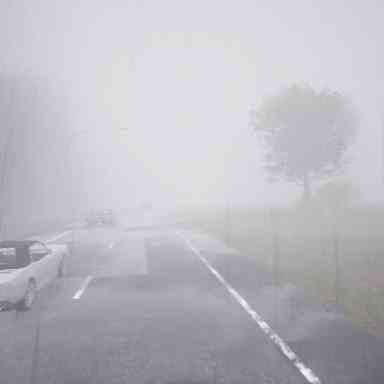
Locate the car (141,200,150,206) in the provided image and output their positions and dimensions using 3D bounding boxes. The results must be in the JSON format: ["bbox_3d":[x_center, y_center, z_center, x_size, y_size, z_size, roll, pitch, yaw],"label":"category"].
[{"bbox_3d":[-10.120,2.365,72.692,1.895,1.301,4.718,-2,0,-8],"label":"car"}]

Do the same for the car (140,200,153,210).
[{"bbox_3d":[-7.373,2.129,54.054,1.994,1.385,4.181,-2,0,-8],"label":"car"}]

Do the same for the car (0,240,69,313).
[{"bbox_3d":[-4.347,1.797,7.904,1.895,1.301,4.718,-2,0,-8],"label":"car"}]

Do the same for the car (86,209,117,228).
[{"bbox_3d":[-6.894,1.988,25.827,1.895,1.301,4.718,-2,0,-8],"label":"car"}]
